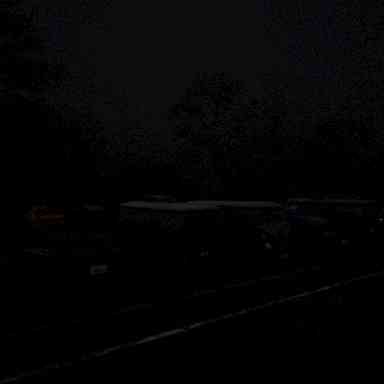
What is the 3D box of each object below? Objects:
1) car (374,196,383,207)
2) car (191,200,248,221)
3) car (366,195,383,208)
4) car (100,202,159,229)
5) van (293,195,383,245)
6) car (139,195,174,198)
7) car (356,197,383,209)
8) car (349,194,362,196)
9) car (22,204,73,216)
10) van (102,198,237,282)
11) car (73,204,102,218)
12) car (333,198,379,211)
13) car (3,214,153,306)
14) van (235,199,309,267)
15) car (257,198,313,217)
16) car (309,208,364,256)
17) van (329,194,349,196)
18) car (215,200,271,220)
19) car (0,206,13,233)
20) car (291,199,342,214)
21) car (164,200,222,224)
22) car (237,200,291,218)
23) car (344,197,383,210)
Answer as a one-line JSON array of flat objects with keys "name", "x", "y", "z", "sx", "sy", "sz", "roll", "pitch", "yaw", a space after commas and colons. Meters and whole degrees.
[{"name": "car", "x": 29.271, "y": 1.450, "z": 47.701, "sx": 2.097, "sy": 1.535, "sz": 5.008, "roll": 0, "pitch": 0, "yaw": -36}, {"name": "car", "x": 2.210, "y": 1.505, "z": 28.283, "sx": 2.097, "sy": 1.535, "sz": 5.008, "roll": 0, "pitch": 0, "yaw": -36}, {"name": "car", "x": 27.000, "y": 1.328, "z": 46.104, "sx": 2.185, "sy": 1.767, "sz": 4.553, "roll": 0, "pitch": 0, "yaw": -36}, {"name": "car", "x": -4.548, "y": 1.521, "z": 23.419, "sx": 2.231, "sy": 1.521, "sz": 4.892, "roll": 0, "pitch": 0, "yaw": -36}, {"name": "van", "x": 5.899, "y": 1.287, "z": 14.968, "sx": 1.878, "sy": 1.987, "sz": 4.442, "roll": 0, "pitch": 0, "yaw": -36}, {"name": "car", "x": -2.281, "y": 1.263, "z": 25.018, "sx": 2.435, "sy": 2.045, "sz": 5.566, "roll": 0, "pitch": 0, "yaw": -36}, {"name": "car", "x": 24.765, "y": 1.498, "z": 44.458, "sx": 2.002, "sy": 1.452, "sz": 4.674, "roll": 0, "pitch": 0, "yaw": -36}, {"name": "car", "x": 12.817, "y": 1.247, "z": 19.754, "sx": 2.435, "sy": 2.045, "sz": 5.566, "roll": 0, "pitch": 0, "yaw": -36}, {"name": "car", "x": -9.173, "y": 1.519, "z": 20.335, "sx": 1.946, "sy": 1.575, "sz": 5.366, "roll": 0, "pitch": 0, "yaw": -36}, {"name": "van", "x": -0.935, "y": 1.295, "z": 10.064, "sx": 1.878, "sy": 1.987, "sz": 4.442, "roll": 0, "pitch": 0, "yaw": -36}, {"name": "car", "x": -6.806, "y": 1.522, "z": 21.800, "sx": 2.097, "sy": 1.535, "sz": 5.008, "roll": 0, "pitch": 0, "yaw": -36}, {"name": "car", "x": 20.254, "y": 1.506, "z": 41.220, "sx": 2.002, "sy": 1.452, "sz": 4.674, "roll": 0, "pitch": 0, "yaw": -36}, {"name": "car", "x": -3.162, "y": 1.551, "z": 8.359, "sx": 2.163, "sy": 1.488, "sz": 4.792, "roll": 0, "pitch": 0, "yaw": -36}, {"name": "van", "x": 1.477, "y": 1.295, "z": 11.508, "sx": 1.878, "sy": 1.987, "sz": 4.442, "roll": 0, "pitch": 0, "yaw": -36}, {"name": "car", "x": 9.086, "y": 1.487, "z": 32.982, "sx": 1.946, "sy": 1.575, "sz": 5.366, "roll": 0, "pitch": 0, "yaw": -36}, {"name": "car", "x": 3.693, "y": 1.517, "z": 13.235, "sx": 2.097, "sy": 1.535, "sz": 5.008, "roll": 0, "pitch": 0, "yaw": -36}, {"name": "van", "x": 17.930, "y": 1.245, "z": 39.699, "sx": 1.878, "sy": 1.987, "sz": 4.442, "roll": 0, "pitch": 0, "yaw": -36}, {"name": "car", "x": 4.465, "y": 1.501, "z": 29.902, "sx": 2.231, "sy": 1.521, "sz": 4.892, "roll": 0, "pitch": 0, "yaw": -36}, {"name": "car", "x": -11.300, "y": 1.551, "z": 18.545, "sx": 2.163, "sy": 1.488, "sz": 4.792, "roll": 0, "pitch": 0, "yaw": -36}, {"name": "car", "x": 13.506, "y": 1.510, "z": 36.346, "sx": 2.163, "sy": 1.488, "sz": 4.792, "roll": 0, "pitch": 0, "yaw": -36}, {"name": "car", "x": -0.045, "y": 1.510, "z": 26.664, "sx": 2.097, "sy": 1.535, "sz": 5.008, "roll": 0, "pitch": 0, "yaw": -36}, {"name": "car", "x": 6.706, "y": 1.525, "z": 31.538, "sx": 2.163, "sy": 1.488, "sz": 4.792, "roll": 0, "pitch": 0, "yaw": -36}, {"name": "car", "x": 22.512, "y": 1.462, "z": 42.838, "sx": 2.097, "sy": 1.535, "sz": 5.008, "roll": 0, "pitch": 0, "yaw": -36}]
